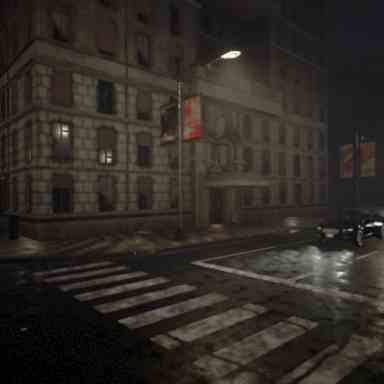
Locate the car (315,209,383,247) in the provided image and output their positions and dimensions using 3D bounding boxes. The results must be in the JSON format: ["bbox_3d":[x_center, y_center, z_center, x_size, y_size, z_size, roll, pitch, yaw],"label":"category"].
[{"bbox_3d":[7.690,1.593,15.848,4.902,1.511,2.128,0,-1,-42],"label":"car"}]
